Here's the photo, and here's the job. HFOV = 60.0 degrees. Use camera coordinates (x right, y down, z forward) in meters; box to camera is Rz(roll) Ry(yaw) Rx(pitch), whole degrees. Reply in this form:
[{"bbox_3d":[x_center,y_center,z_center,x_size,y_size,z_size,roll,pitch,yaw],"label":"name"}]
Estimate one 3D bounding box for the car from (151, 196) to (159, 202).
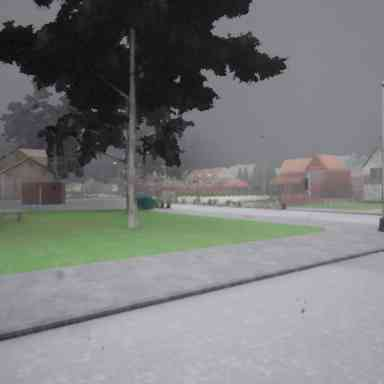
[{"bbox_3d":[-6.324,1.295,48.146,1.812,1.442,4.674,-1,0,-35],"label":"car"}]
